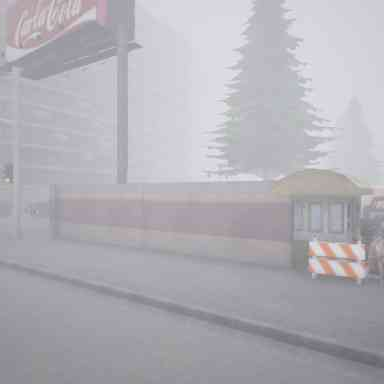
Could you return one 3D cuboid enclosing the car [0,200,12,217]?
[{"bbox_3d":[-17.707,1.504,29.451,1.837,1.490,4.892,0,0,35],"label":"car"}]

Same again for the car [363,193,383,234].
[{"bbox_3d":[10.719,1.149,16.598,3.866,1.878,1.905,0,0,35],"label":"car"}]

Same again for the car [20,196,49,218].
[{"bbox_3d":[-12.424,1.222,30.857,2.150,2.045,5.566,0,0,35],"label":"car"}]

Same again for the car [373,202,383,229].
[{"bbox_3d":[12.661,1.338,18.653,4.193,1.474,1.816,0,0,35],"label":"car"}]
